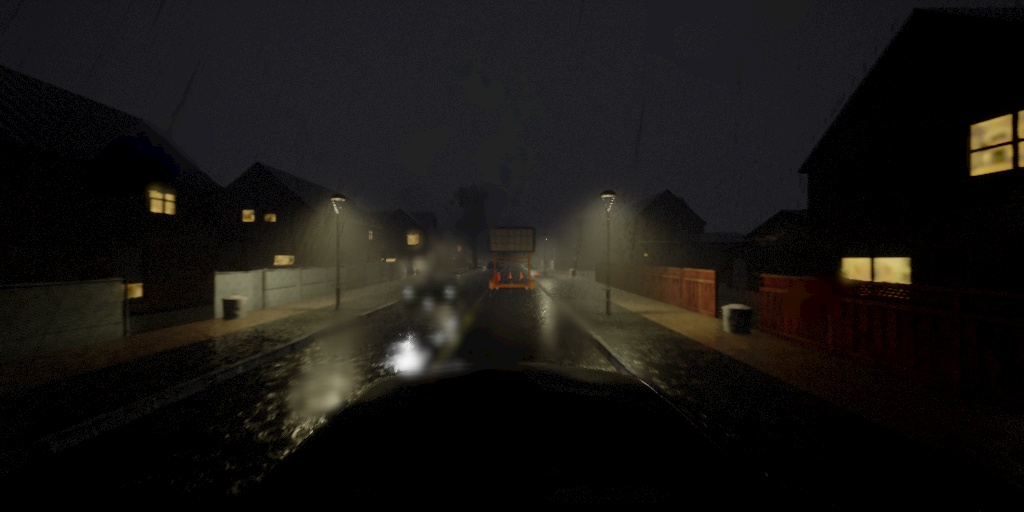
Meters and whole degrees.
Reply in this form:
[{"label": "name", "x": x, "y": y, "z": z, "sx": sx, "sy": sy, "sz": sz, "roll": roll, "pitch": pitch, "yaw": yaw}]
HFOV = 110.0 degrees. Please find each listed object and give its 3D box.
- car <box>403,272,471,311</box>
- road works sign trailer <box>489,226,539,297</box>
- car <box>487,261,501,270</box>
[{"label": "car", "x": -2.848, "y": 1.343, "z": 14.486, "sx": 1.895, "sy": 1.301, "sz": 4.718, "roll": 0, "pitch": 0, "yaw": 0}, {"label": "road works sign trailer", "x": 0.002, "y": 0.206, "z": 18.988, "sx": 2.380, "sy": 3.560, "sz": 2.880, "roll": 0, "pitch": 0, "yaw": 0}, {"label": "car", "x": -2.805, "y": 1.435, "z": 55.847, "sx": 1.994, "sy": 1.385, "sz": 4.181, "roll": 0, "pitch": 0, "yaw": 0}]
